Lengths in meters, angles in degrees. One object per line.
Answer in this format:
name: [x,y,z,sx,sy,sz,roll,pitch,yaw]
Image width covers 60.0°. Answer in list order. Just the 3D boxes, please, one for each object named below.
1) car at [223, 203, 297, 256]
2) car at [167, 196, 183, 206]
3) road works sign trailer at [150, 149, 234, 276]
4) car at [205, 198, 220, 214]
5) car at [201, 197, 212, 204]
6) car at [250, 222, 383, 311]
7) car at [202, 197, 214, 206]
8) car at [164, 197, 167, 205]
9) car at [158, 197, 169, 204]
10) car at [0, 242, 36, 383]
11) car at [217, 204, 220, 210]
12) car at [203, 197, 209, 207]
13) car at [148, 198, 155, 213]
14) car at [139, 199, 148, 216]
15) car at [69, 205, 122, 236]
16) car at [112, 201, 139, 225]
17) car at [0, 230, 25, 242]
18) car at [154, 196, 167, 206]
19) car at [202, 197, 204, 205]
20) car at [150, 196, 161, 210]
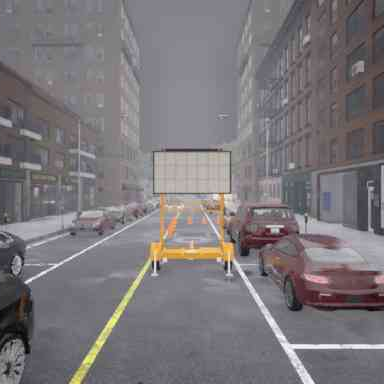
car: [2.642,1.315,12.962,2.192,1.841,5.009,0,0,0]
car: [-2.819,1.517,53.850,1.837,1.490,4.892,0,0,0]
road works sign trailer: [0.003,0.464,10.330,2.380,3.560,2.880,0,0,0]
car: [2.649,1.583,35.035,1.802,1.307,4.206,0,0,0]
car: [2.659,1.585,62.626,1.947,1.339,4.313,0,0,0]
car: [2.639,1.582,7.443,1.802,1.307,4.206,0,0,0]
car: [2.657,1.596,57.107,1.802,1.307,4.206,0,0,0]
car: [-5.370,1.535,51.419,1.752,1.417,4.829,0,0,0]
car: [-5.366,1.601,62.628,1.802,1.307,4.206,0,0,0]
car: [-2.849,1.491,2.167,2.128,1.511,4.902,0,0,0]
car: [2.639,1.525,18.648,1.752,1.417,4.829,0,0,0]
car: [2.651,1.584,40.553,1.802,1.307,4.206,0,0,0]
car: [-5.376,1.567,35.034,1.947,1.339,4.313,0,0,0]
car: [-5.378,1.545,29.515,1.887,1.381,4.507,0,0,0]
car: [-5.382,1.582,18.477,1.802,1.307,4.206,0,0,0]
car: [-5.380,1.551,23.996,2.008,1.369,4.403,0,0,0]
car: [-5.386,1.551,7.439,2.008,1.369,4.403,0,0,0]
car: [-5.368,1.454,57.109,1.967,1.590,4.097,0,0,0]
car: [2.653,1.531,46.241,1.752,1.417,4.829,0,0,0]
car: [-5.374,1.553,40.552,2.008,1.369,4.403,0,0,0]
